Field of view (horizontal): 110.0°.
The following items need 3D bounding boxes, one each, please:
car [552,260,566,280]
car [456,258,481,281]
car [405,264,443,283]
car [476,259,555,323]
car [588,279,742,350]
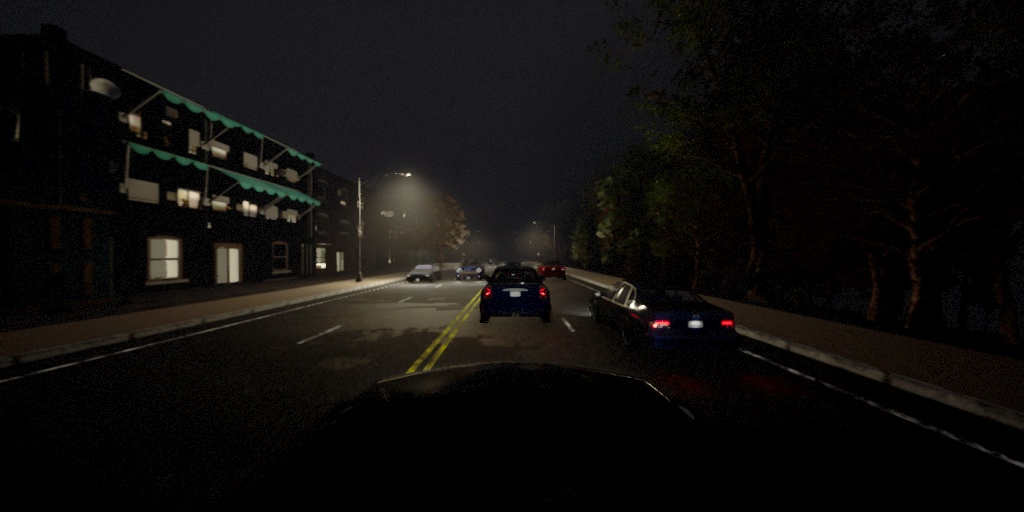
[{"bbox_3d":[3.340,1.097,31.086,2.097,1.767,4.553,0,0,0],"label":"car"},{"bbox_3d":[-3.357,1.098,29.825,2.097,1.767,4.553,0,0,0],"label":"car"},{"bbox_3d":[-6.607,1.294,27.752,2.033,1.411,5.357,0,0,0],"label":"car"},{"bbox_3d":[0.097,1.101,12.312,2.097,1.767,4.553,0,0,0],"label":"car"},{"bbox_3d":[3.350,1.297,9.057,2.033,1.411,5.357,0,0,0],"label":"car"}]
